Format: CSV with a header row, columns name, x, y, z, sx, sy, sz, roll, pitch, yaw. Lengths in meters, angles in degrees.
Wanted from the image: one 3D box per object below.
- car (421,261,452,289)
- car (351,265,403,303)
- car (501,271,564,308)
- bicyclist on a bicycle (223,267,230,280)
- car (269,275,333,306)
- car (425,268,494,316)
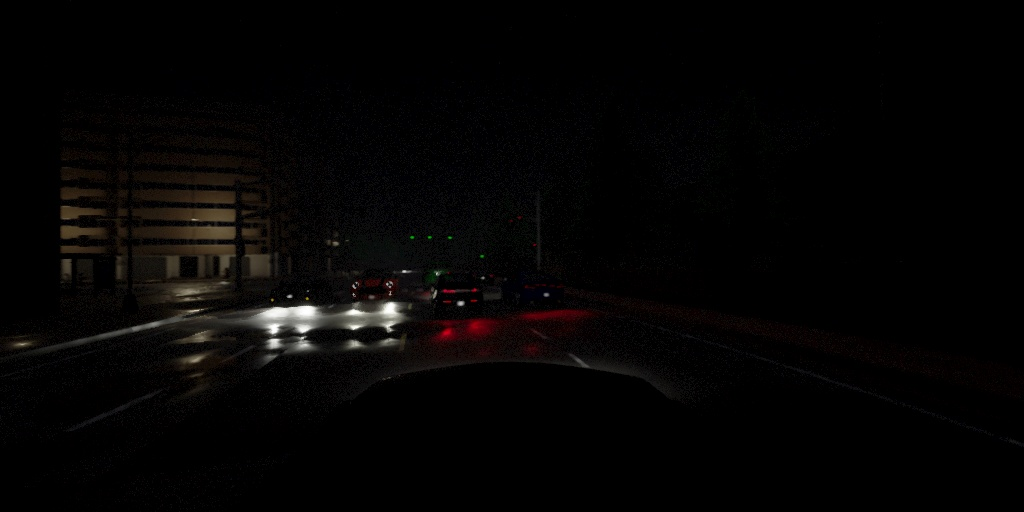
name,x,y,z,sx,sy,sz,roll,pitch,yaw
car,-5.839,1.413,28.080,2.150,2.045,5.566,-1,-1,-14
car,-7.302,1.449,19.492,2.097,1.767,4.553,-1,-1,-14
car,0.772,1.415,16.629,1.882,1.535,5.008,-1,-1,-14
bicyclist on a bicycle,-37.257,2.270,46.827,0.582,1.620,1.656,-1,-1,-15
car,-10.602,1.696,18.277,1.994,1.385,4.181,-1,-1,-14
car,-2.334,1.449,14.622,2.128,1.511,4.902,-1,-1,-14
